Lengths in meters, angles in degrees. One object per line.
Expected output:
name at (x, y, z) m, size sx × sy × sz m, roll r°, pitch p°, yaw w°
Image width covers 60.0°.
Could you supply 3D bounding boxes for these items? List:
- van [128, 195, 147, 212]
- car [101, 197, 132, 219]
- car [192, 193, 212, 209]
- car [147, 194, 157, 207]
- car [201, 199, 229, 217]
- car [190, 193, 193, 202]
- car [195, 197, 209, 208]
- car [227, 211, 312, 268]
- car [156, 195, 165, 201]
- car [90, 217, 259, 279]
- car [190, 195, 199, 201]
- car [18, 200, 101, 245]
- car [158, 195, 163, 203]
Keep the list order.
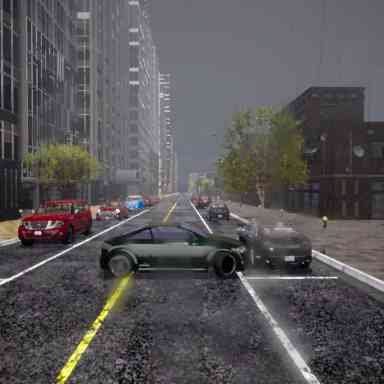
van at (-6.651, 1.329, 38.562) m, size 1.690 × 1.788 × 3.998 m, roll -1°, pitch 0°, yaw -1°
car at (-6.362, 1.432, 26.768) m, size 1.967 × 1.590 × 4.097 m, roll -1°, pitch 0°, yaw -1°
car at (1.586, 1.301, 44.298) m, size 2.192 × 1.841 × 5.009 m, roll -1°, pitch 0°, yaw -1°
car at (-6.932, 1.299, 49.628) m, size 2.192 × 1.841 × 5.009 m, roll -1°, pitch 0°, yaw -1°
car at (2.041, 1.543, 26.964) m, size 2.008 × 1.369 × 4.403 m, roll -1°, pitch 0°, yaw -1°
car at (0.884, 1.291, 71.962) m, size 2.192 × 1.841 × 5.009 m, roll -1°, pitch 0°, yaw -1°
car at (1.445, 1.509, 50.000) m, size 1.752 × 1.417 × 4.829 m, roll -1°, pitch 0°, yaw -1°
car at (2.561, 1.548, 11.105) m, size 2.008 × 1.369 × 4.403 m, roll -1°, pitch 0°, yaw -1°
car at (-7.767, 1.497, 82.656) m, size 1.752 × 1.417 × 4.829 m, roll -1°, pitch 0°, yaw -1°
car at (-0.458, 1.557, 9.505) m, size 4.181 × 1.385 × 1.994 m, roll 0°, pitch 0°, yaw -1°
car at (0.607, 1.538, 83.027) m, size 1.947 × 1.339 × 4.313 m, roll -1°, pitch 0°, yaw -1°
car at (-6.174, 1.310, 15.700) m, size 2.192 × 1.841 × 5.009 m, roll -1°, pitch 0°, yaw -1°
car at (-7.350, 1.522, 66.227) m, size 1.887 × 1.381 × 4.507 m, roll -1°, pitch 0°, yaw -1°
